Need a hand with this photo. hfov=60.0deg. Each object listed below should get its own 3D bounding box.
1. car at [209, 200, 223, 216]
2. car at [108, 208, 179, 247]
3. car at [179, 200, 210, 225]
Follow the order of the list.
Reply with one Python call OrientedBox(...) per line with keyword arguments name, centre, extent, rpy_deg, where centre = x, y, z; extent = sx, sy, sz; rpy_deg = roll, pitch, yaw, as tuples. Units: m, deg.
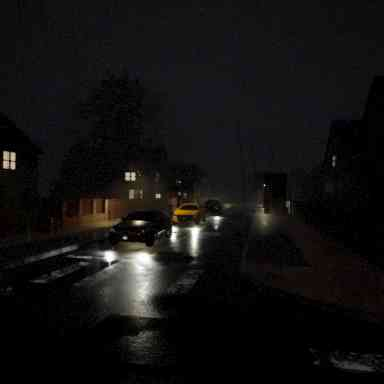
OrientedBox(name="car", centre=(2.220, 1.632, 36.895), extent=(2.097, 1.767, 4.553), rpy_deg=(1, -1, 12))
OrientedBox(name="car", centre=(-2.208, 1.579, 15.624), extent=(1.812, 1.442, 4.674), rpy_deg=(1, 0, 12))
OrientedBox(name="car", centre=(-0.098, 1.627, 25.795), extent=(1.882, 1.535, 5.008), rpy_deg=(1, 0, 11))
